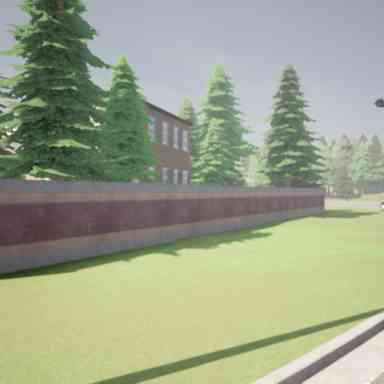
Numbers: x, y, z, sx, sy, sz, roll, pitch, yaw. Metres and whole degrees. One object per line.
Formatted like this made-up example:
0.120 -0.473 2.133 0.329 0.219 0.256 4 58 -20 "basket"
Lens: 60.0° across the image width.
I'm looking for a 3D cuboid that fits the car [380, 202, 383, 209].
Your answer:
25.199 1.492 40.693 1.837 1.490 4.892 0 0 -6 "car"
